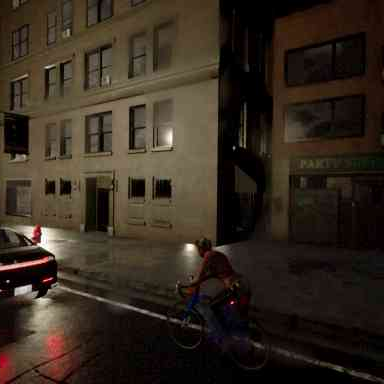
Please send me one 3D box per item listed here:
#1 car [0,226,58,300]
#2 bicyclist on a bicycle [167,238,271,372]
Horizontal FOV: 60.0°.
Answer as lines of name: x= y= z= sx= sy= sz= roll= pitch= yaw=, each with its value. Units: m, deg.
car: x=-4.884 y=1.490 z=7.215 sx=4.902 sy=1.511 sz=2.128 roll=0 pitch=0 yaw=36
bicyclist on a bicycle: x=0.287 y=1.452 z=4.473 sx=1.656 sy=1.620 sz=0.582 roll=0 pitch=0 yaw=36
